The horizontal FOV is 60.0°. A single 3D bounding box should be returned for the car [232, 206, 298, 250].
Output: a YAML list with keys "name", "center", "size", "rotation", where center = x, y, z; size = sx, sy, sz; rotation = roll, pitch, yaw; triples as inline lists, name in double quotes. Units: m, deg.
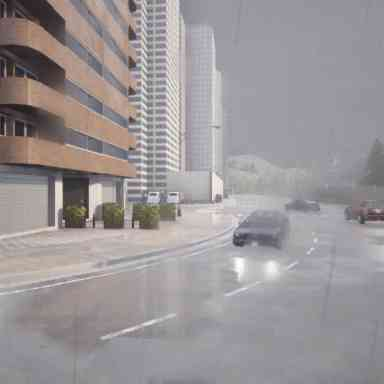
- name: "car"
  center: [3.316, 1.548, 14.789]
  size: [2.033, 1.411, 5.357]
  rotation: [0, 0, 22]

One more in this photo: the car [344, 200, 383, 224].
- name: "car"
  center: [12.883, 1.352, 24.538]
  size: [2.097, 1.767, 4.553]
  rotation: [0, 0, 9]

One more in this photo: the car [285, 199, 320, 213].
- name: "car"
  center: [12.329, 1.552, 37.359]
  size: [1.812, 1.442, 4.674]
  rotation: [0, 0, -21]
